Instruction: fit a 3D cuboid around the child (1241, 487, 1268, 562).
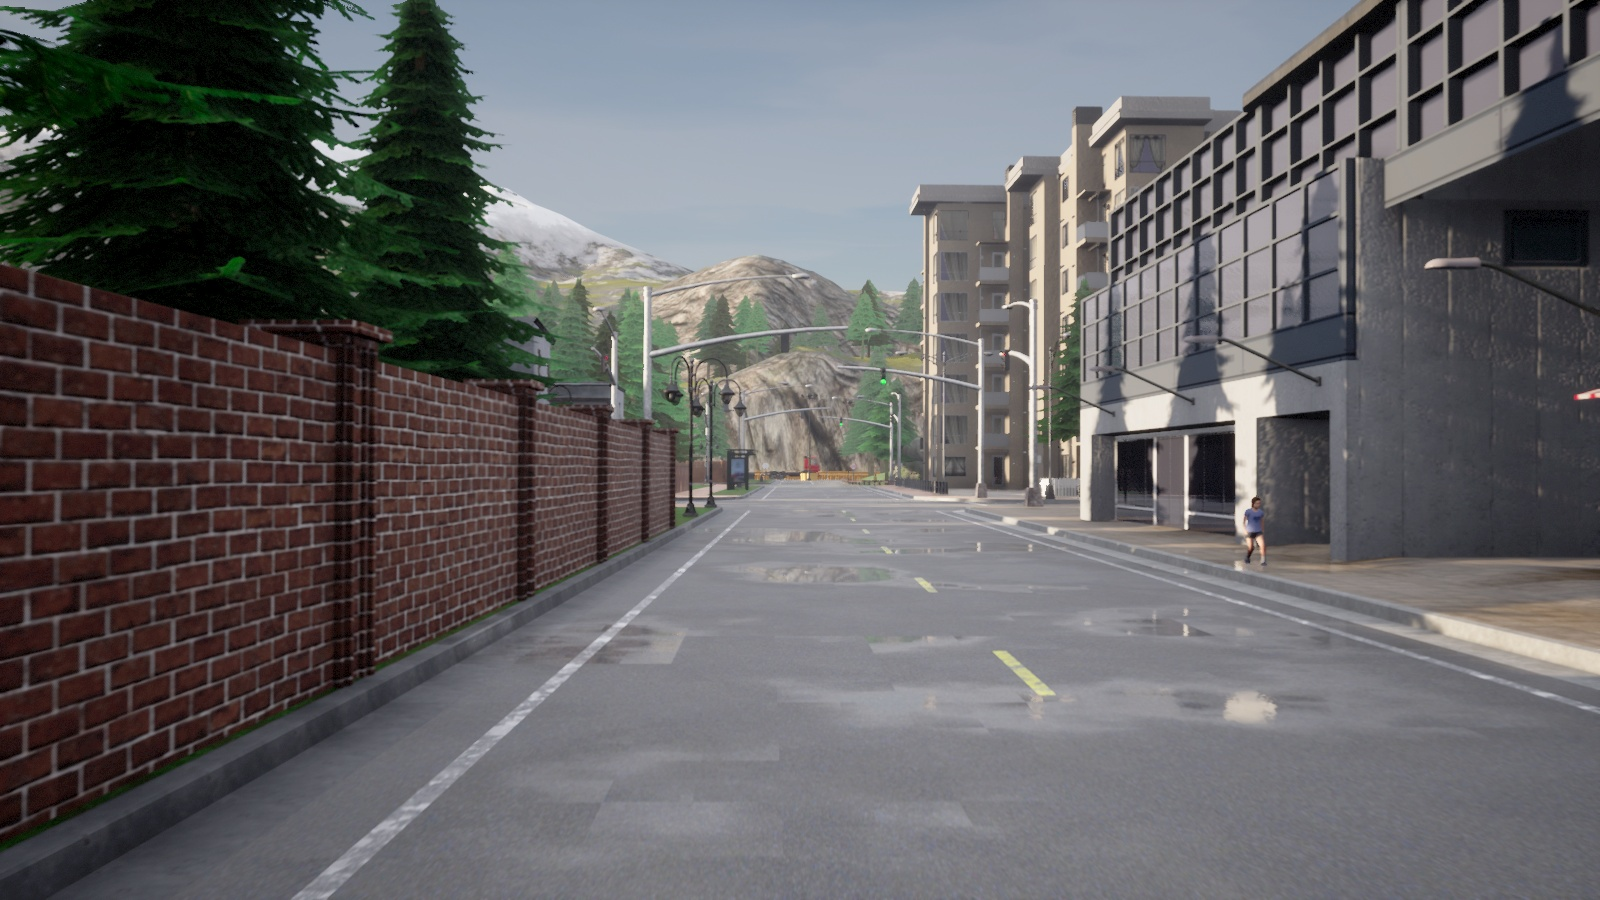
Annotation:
[{"bbox_3d":[6.846,1.113,18.921,0.255,1.110,0.394,0,-1,-3],"label":"child"}]
